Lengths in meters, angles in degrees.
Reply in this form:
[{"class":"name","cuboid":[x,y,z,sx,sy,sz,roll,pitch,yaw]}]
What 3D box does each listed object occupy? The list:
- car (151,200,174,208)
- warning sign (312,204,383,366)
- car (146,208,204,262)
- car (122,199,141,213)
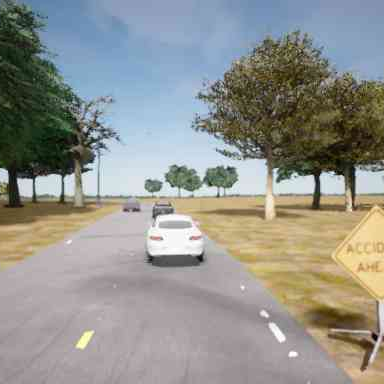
[{"class":"car","cuboid":[-2.584,1.461,29.611,2.128,1.511,4.902,0,0,-7]},{"class":"warning sign","cuboid":[2.520,1.111,4.498,1.300,1.860,1.060,-2,-2,-2]},{"class":"car","cuboid":[-0.660,1.514,12.014,1.812,1.442,4.674,0,0,-5]},{"class":"car","cuboid":[-6.655,1.512,36.986,2.033,1.411,5.357,0,0,-7]}]
